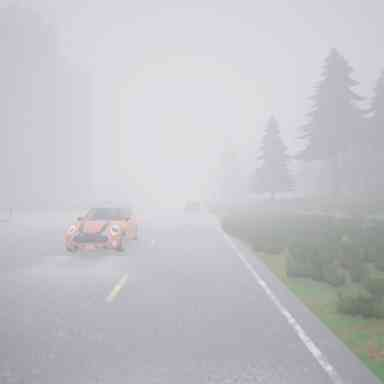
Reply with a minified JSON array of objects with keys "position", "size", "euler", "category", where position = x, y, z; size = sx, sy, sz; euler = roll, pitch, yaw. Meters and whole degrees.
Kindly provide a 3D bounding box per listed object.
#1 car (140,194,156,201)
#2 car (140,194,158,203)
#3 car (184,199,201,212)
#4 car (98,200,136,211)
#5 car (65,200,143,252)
[{"position":[-11.993,1.524,90.349],"size":[3.866,1.878,1.905],"euler":[0,0,-31],"category":"car"},{"position":[-9.620,1.618,73.505],"size":[3.988,1.617,1.851],"euler":[0,0,-1],"category":"car"},{"position":[0.058,1.552,40.454],"size":[1.882,1.535,5.008],"euler":[0,0,0],"category":"car"},{"position":[-9.100,1.625,40.497],"size":[4.181,1.381,1.994],"euler":[0,0,-1],"category":"car"},{"position":[-3.591,1.378,13.997],"size":[2.097,1.767,4.553],"euler":[0,0,0],"category":"car"}]
